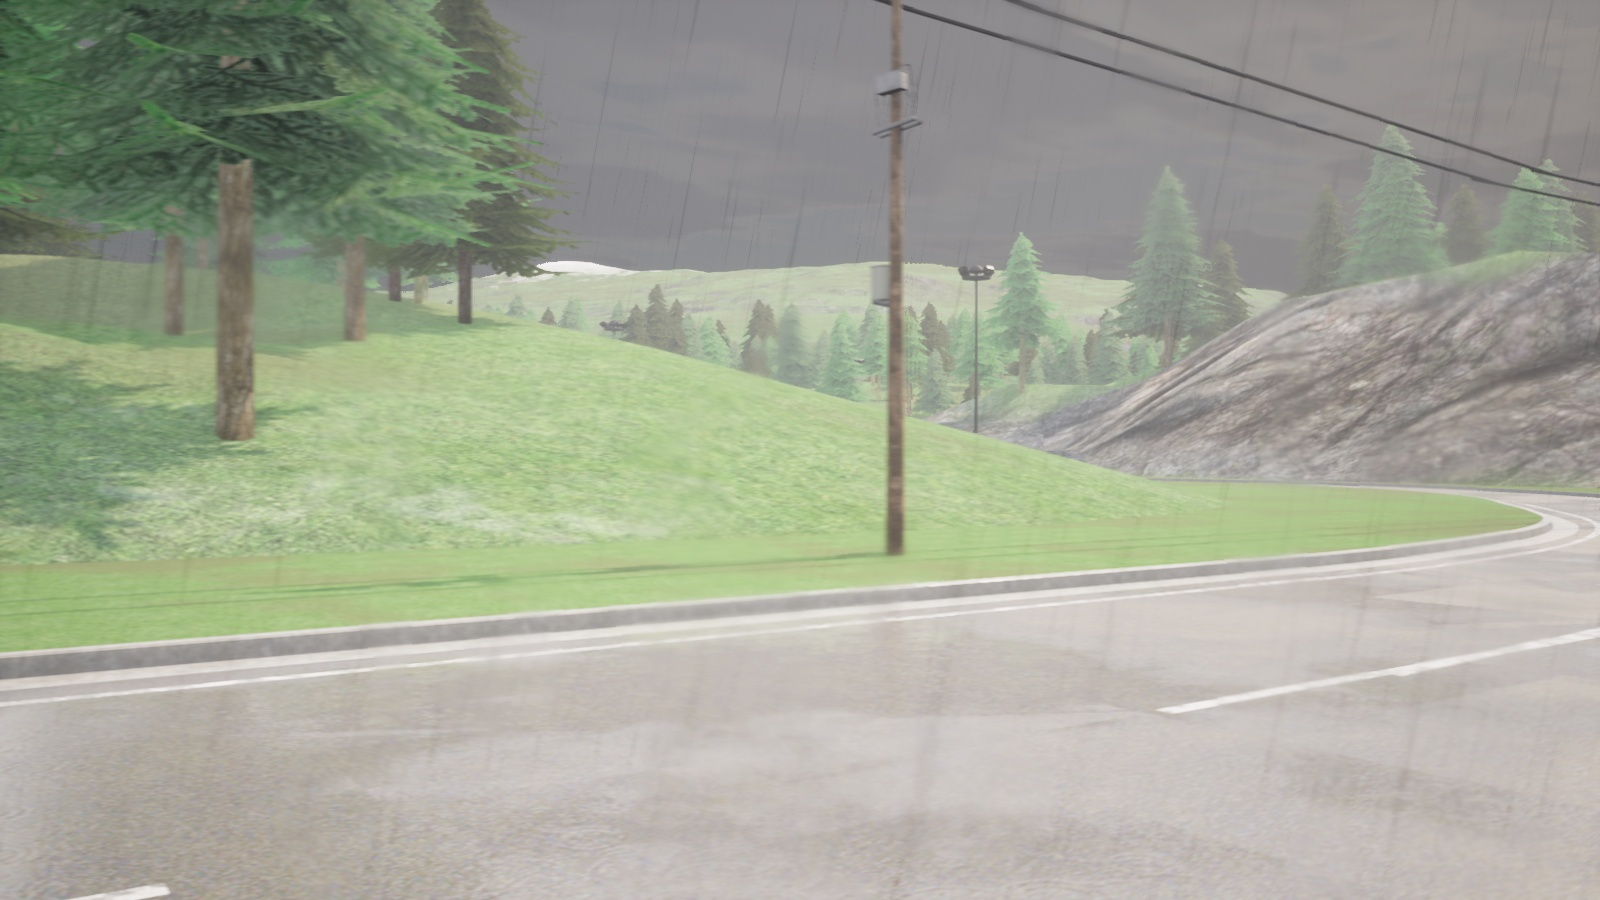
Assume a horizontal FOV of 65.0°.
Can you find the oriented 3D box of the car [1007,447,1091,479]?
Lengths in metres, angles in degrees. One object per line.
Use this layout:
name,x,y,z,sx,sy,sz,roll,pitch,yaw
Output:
car,14.268,0.747,72.183,2.097,1.767,4.553,0,0,-34
